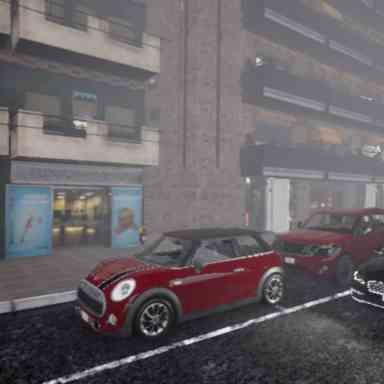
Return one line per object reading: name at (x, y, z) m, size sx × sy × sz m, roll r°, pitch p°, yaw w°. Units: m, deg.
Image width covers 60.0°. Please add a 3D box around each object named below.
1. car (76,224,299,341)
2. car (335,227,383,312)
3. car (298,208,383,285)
car at (-0.086, 1.480, 6.502) m, size 4.097 × 1.590 × 1.967 m, roll 1°, pitch 0°, yaw -36°
car at (5.310, 1.589, 7.057) m, size 4.892 × 1.490 × 1.837 m, roll 1°, pitch 0°, yaw -36°
car at (4.498, 1.411, 9.782) m, size 5.009 × 1.841 × 2.192 m, roll 1°, pitch 0°, yaw -36°
